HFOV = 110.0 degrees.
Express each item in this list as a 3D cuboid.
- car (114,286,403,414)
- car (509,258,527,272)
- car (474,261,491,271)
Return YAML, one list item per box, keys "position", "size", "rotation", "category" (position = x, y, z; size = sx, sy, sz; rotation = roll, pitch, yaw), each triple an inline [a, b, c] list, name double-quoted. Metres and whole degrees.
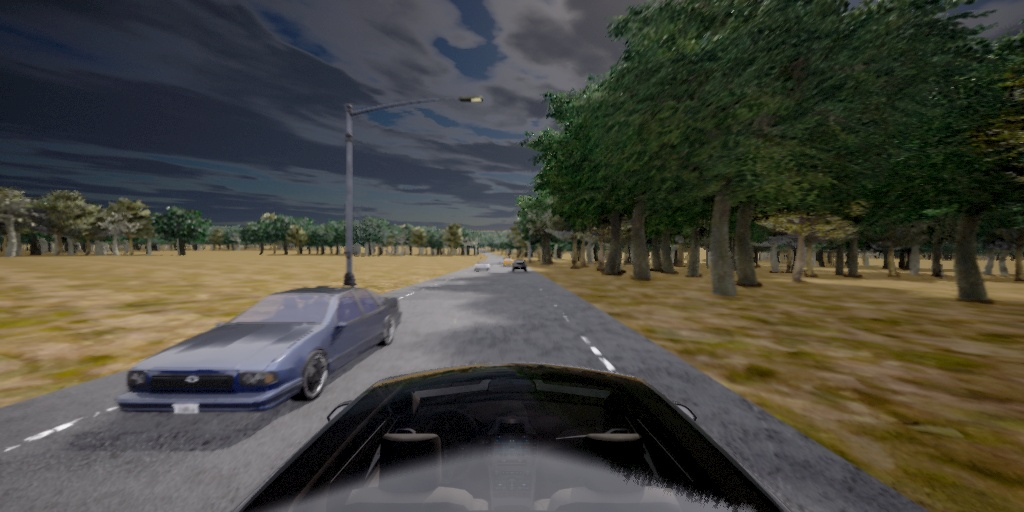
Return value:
- position: [-3.597, 1.296, 6.618]
  size: [2.033, 1.411, 5.357]
  rotation: [0, 0, 0]
  category: "car"
- position: [0.940, 1.211, 45.820]
  size: [1.837, 1.490, 4.892]
  rotation: [0, 0, -1]
  category: "car"
- position: [-3.865, 1.314, 47.206]
  size: [1.895, 1.301, 4.718]
  rotation: [0, 0, 0]
  category: "car"
